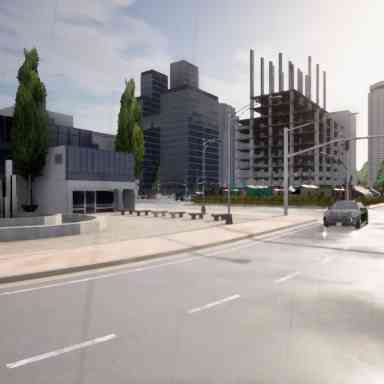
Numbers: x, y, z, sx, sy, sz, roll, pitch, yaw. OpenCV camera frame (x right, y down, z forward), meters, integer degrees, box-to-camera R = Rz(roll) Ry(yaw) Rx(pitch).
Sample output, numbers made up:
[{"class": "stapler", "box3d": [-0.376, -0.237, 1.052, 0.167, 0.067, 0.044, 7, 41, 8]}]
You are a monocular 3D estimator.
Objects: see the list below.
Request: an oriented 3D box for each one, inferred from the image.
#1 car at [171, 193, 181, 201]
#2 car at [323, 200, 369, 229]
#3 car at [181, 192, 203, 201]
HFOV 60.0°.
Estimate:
[{"class": "car", "box3d": [-2.358, 1.156, 76.680, 1.905, 1.878, 3.866, 0, 0, 37]}, {"class": "car", "box3d": [10.135, 1.351, 21.803, 2.097, 1.767, 4.553, 0, 0, 36]}, {"class": "car", "box3d": [-0.060, 1.395, 74.919, 1.970, 1.475, 3.806, 0, 0, 37]}]
